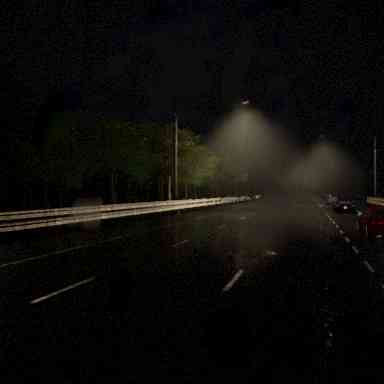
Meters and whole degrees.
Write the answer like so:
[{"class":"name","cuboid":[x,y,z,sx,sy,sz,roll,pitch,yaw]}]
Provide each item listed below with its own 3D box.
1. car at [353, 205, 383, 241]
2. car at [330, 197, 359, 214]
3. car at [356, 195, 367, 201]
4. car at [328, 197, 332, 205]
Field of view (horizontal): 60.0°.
[{"class":"car","cuboid":[9.434,1.480,16.425,1.882,1.535,5.008,0,0,19]},{"class":"car","cuboid":[15.994,1.537,35.081,1.994,1.385,4.181,0,0,19]},{"class":"car","cuboid":[41.461,1.472,80.771,4.181,1.385,1.994,0,0,-42]},{"class":"car","cuboid":[24.668,1.498,57.648,2.033,1.411,5.357,0,0,27]}]
